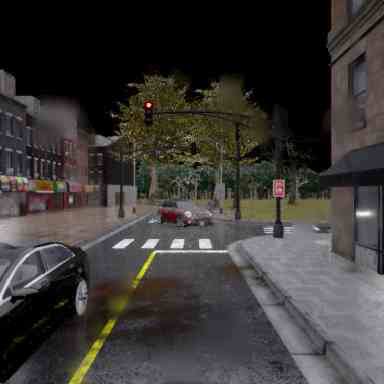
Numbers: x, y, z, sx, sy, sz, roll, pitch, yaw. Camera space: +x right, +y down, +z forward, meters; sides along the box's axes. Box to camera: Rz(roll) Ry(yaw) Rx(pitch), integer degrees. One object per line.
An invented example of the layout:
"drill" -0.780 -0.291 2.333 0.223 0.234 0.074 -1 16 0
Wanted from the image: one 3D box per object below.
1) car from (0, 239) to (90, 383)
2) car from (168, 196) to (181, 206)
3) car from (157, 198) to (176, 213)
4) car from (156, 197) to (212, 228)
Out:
"car" -2.859 1.492 4.553 2.128 1.511 4.902 0 0 0
"car" -2.946 1.580 57.345 1.882 1.535 5.008 0 0 0
"car" -2.917 1.531 39.488 1.882 1.535 5.008 0 0 0
"car" -0.594 1.361 22.279 2.097 1.767 4.553 1 0 -33
